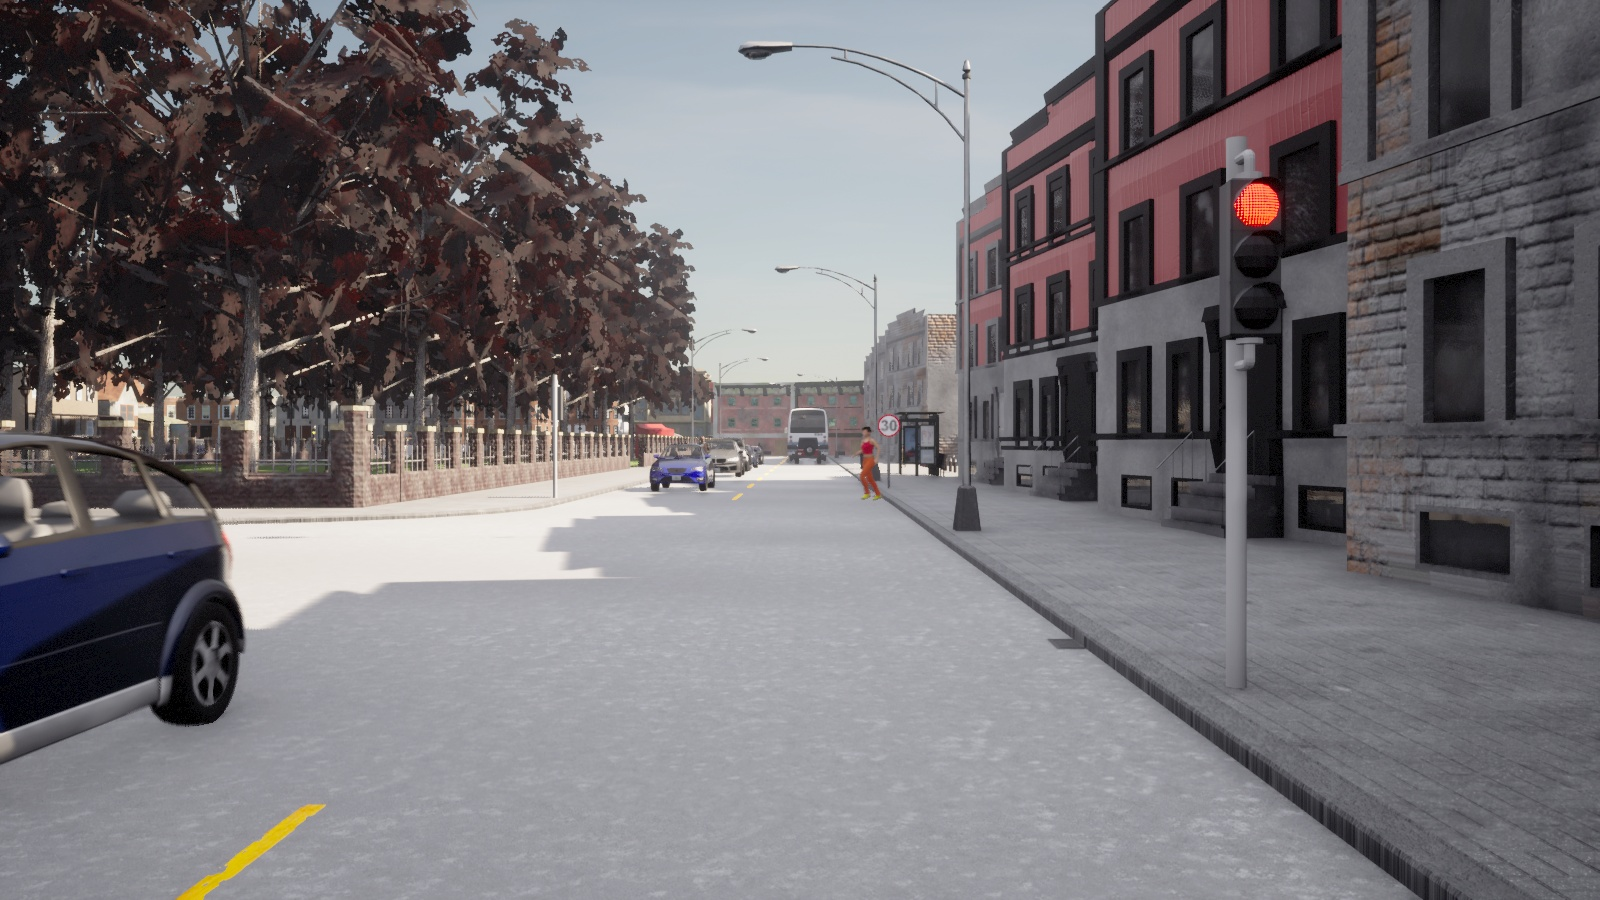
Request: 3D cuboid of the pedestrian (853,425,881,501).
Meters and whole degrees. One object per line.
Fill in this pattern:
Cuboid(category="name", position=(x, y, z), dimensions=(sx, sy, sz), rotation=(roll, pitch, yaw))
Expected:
Cuboid(category="pedestrian", position=(1.629, 0.303, 30.673), dimensions=(0.594, 1.836, 0.345), rotation=(0, 0, -26))

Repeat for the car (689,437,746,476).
Cuboid(category="car", position=(-3.627, 0.270, 56.252), dimensions=(2.242, 1.667, 4.611), rotation=(0, 0, 0))

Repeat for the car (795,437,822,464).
Cuboid(category="car", position=(0.579, 0.034, 90.177), dimensions=(1.905, 1.878, 3.866), rotation=(0, 0, 0))

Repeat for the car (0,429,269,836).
Cuboid(category="car", position=(-3.935, 0.692, 5.327), dimensions=(1.789, 1.549, 3.705), rotation=(0, 0, 0))

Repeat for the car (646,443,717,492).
Cuboid(category="car", position=(-3.717, 0.530, 40.145), dimensions=(1.816, 1.474, 4.193), rotation=(0, 0, 1))

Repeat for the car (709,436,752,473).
Cuboid(category="car", position=(-3.565, 0.191, 65.414), dimensions=(1.932, 1.855, 4.605), rotation=(0, 0, 1))
